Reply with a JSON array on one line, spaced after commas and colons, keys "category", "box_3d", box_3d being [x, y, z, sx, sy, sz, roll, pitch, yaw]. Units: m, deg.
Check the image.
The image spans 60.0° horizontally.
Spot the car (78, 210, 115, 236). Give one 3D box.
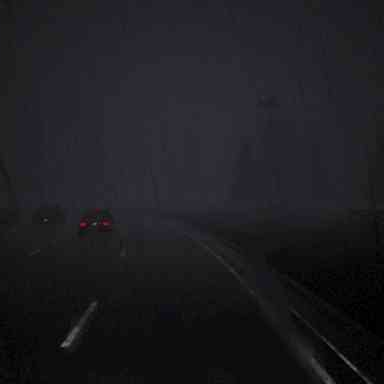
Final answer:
[{"category": "car", "box_3d": [-5.655, 1.764, 19.846, 2.033, 1.411, 5.357, 0, -1, -13]}]

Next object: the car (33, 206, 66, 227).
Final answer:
[{"category": "car", "box_3d": [-10.623, 1.766, 25.008, 2.128, 1.511, 4.902, 0, -1, -16]}]

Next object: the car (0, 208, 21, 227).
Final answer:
[{"category": "car", "box_3d": [-14.160, 1.837, 24.666, 1.994, 1.385, 4.181, 0, -1, -16]}]
